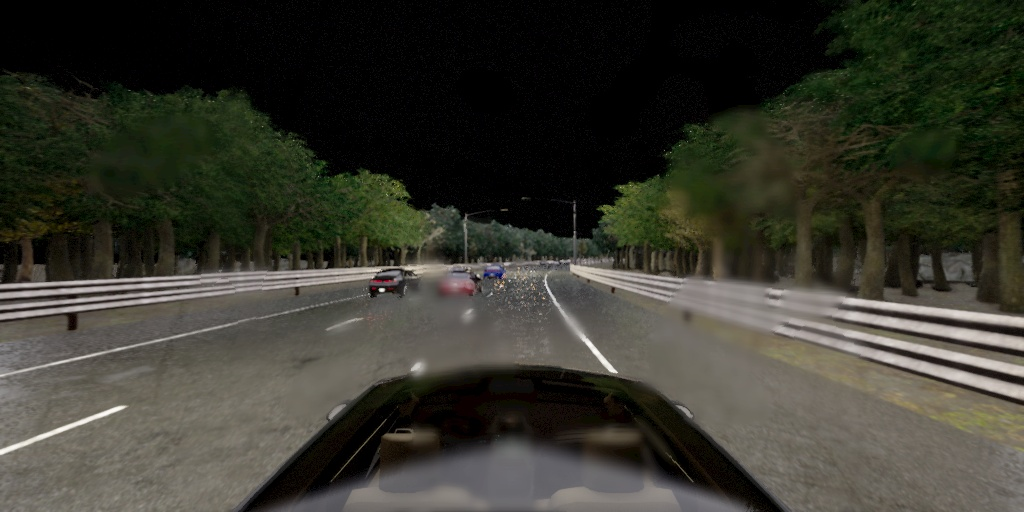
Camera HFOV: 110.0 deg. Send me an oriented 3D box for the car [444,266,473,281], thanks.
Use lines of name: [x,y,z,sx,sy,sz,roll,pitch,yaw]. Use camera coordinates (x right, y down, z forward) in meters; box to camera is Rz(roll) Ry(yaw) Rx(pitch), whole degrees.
car: [-5.291,1.753,36.278,1.994,1.385,4.181,0,-1,5]

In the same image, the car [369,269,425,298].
car: [-6.381,1.477,20.317,1.837,1.490,4.892,0,-1,3]

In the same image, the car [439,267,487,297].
car: [-2.855,1.545,20.762,1.994,1.385,4.181,0,-1,3]

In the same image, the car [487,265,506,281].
car: [-1.708,1.683,37.098,1.882,1.535,5.008,0,-1,5]
